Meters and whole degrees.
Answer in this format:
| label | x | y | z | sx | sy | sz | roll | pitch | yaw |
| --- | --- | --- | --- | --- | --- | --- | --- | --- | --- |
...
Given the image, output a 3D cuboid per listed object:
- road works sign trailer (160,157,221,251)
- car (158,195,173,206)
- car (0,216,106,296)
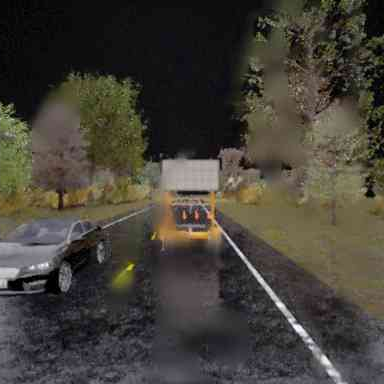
| label | x | y | z | sx | sy | sz | roll | pitch | yaw |
| --- | --- | --- | --- | --- | --- | --- | --- | --- | --- |
| road works sign trailer | -0.056 | 0.377 | 13.673 | 2.380 | 3.560 | 2.880 | 0 | 0 | 0 |
| car | -3.800 | 1.219 | 47.590 | 1.882 | 1.535 | 5.008 | 0 | 0 | 0 |
| car | -3.638 | 1.436 | 8.670 | 2.128 | 1.511 | 4.902 | 0 | 0 | 0 |
